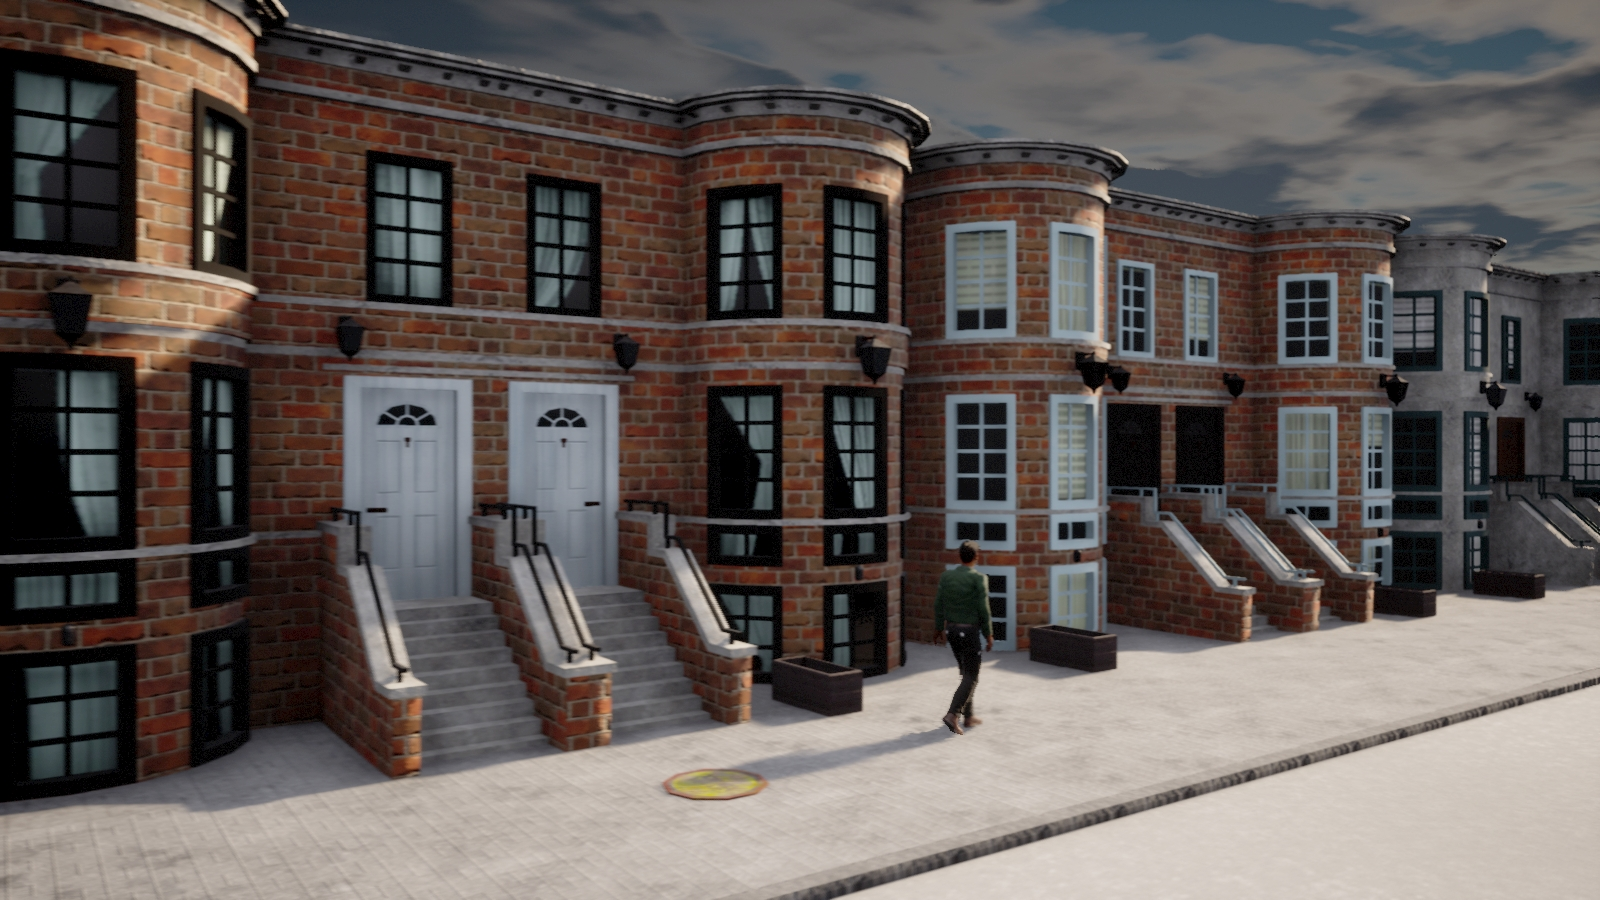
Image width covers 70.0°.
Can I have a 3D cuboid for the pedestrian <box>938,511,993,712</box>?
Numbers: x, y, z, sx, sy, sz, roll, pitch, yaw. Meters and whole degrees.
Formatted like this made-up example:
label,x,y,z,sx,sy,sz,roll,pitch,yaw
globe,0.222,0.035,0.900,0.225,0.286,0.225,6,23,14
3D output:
label,x,y,z,sx,sy,sz,roll,pitch,yaw
pedestrian,1.589,1.525,10.953,0.375,1.860,0.375,0,0,45
